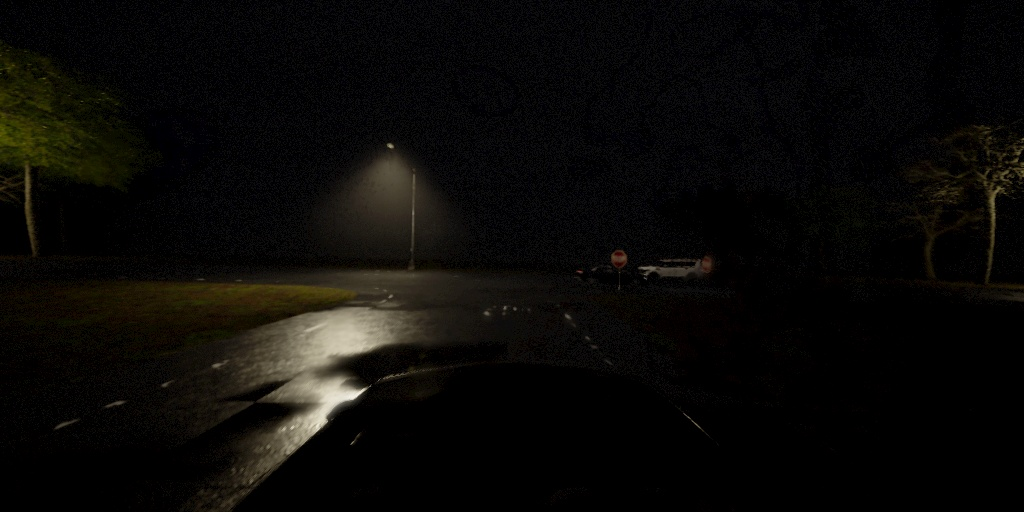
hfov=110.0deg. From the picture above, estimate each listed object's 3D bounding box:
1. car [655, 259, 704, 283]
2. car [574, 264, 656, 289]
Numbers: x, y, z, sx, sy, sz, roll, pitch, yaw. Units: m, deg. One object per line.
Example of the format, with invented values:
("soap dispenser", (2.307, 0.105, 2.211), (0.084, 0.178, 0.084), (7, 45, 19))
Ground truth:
("car", (13.762, 1.282, 31.370), (5.566, 2.045, 2.150), (0, 2, 0))
("car", (6.741, 1.361, 24.413), (4.902, 1.511, 2.128), (3, 1, 0))
